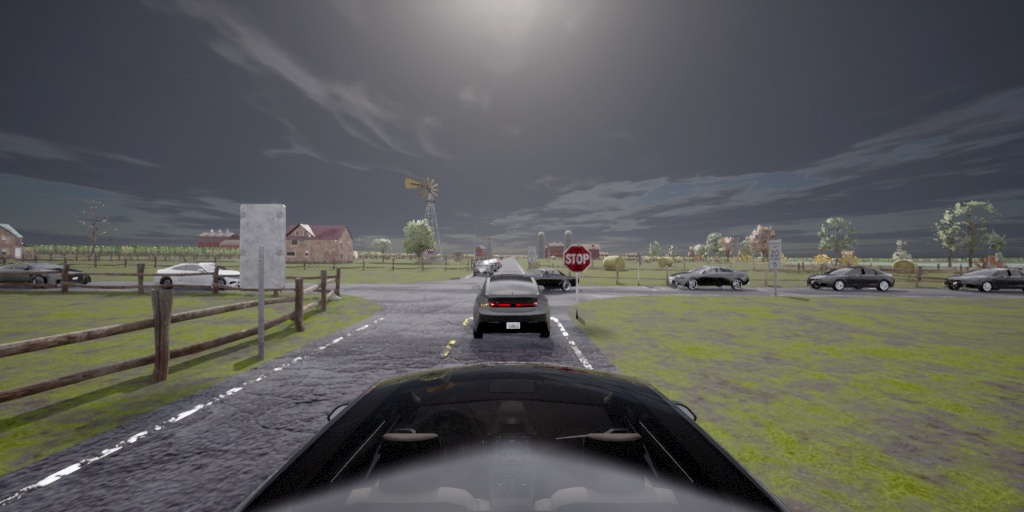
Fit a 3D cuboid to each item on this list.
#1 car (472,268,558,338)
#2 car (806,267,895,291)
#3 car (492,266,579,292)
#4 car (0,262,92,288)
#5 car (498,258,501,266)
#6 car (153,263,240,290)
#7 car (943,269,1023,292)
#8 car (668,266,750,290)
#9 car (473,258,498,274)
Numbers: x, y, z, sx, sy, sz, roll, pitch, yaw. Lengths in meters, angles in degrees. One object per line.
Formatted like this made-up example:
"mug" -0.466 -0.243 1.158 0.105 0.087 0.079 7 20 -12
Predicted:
"car" -0.078 1.255 10.154 1.837 1.490 4.892 0 0 -3
"car" 22.190 1.495 23.609 4.892 1.490 1.837 1 -1 -1
"car" 1.491 1.366 20.201 4.718 1.301 1.895 1 0 -35
"car" -26.372 1.044 19.977 4.181 1.385 1.994 1 -1 -1
"car" -2.872 1.233 46.285 2.128 1.511 4.902 0 0 0
"car" -17.252 1.100 20.103 4.674 1.442 1.812 1 -1 -1
"car" 31.692 1.583 23.734 4.892 1.490 1.837 1 -1 -1
"car" 12.788 1.393 23.434 4.902 1.511 2.128 1 -1 -2
"car" -2.875 1.236 36.840 2.128 1.511 4.902 0 0 0
